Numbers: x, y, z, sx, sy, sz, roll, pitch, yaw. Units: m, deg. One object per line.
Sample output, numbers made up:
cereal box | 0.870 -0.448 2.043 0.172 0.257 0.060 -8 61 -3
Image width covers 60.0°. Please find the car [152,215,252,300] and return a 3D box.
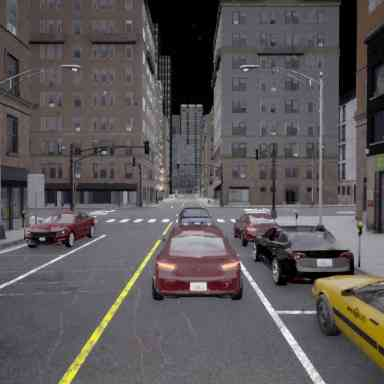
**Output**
car | 0.100 1.523 8.233 1.812 1.442 4.674 0 0 0

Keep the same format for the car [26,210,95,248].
car | -5.676 1.540 14.849 1.887 1.381 4.507 -1 0 0

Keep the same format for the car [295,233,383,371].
car | 2.866 1.524 3.848 1.752 1.417 4.829 -1 0 0

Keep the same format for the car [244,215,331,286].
car | 2.868 1.563 9.264 1.947 1.339 4.313 -1 0 0

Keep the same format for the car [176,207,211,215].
car | 0.136 1.542 18.253 2.033 1.411 5.357 0 0 -3

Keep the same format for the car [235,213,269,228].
car | 2.869 1.577 14.850 1.802 1.307 4.206 -1 0 0
